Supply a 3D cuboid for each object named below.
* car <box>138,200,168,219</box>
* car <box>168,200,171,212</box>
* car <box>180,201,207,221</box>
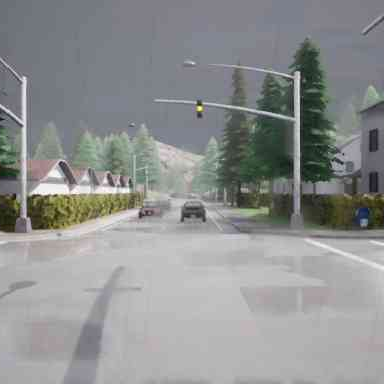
[{"bbox_3d":[-3.494,1.570,29.358,1.994,1.385,4.181,0,0,0],"label":"car"},{"bbox_3d":[-3.493,1.608,39.353,1.895,1.301,4.718,0,0,0],"label":"car"},{"bbox_3d":[0.104,1.510,26.851,1.837,1.490,4.892,0,0,0],"label":"car"}]
